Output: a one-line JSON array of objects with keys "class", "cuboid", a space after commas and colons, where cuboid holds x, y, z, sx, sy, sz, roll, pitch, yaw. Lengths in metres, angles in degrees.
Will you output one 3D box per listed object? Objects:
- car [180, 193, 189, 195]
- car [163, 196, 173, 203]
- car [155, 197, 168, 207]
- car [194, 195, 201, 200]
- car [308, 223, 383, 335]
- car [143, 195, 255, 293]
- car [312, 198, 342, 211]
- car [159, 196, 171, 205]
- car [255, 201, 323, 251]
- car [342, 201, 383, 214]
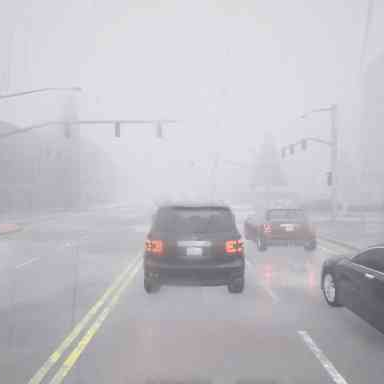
[{"class": "car", "cuboid": [-1.790, 1.496, 80.218, 1.837, 1.490, 4.892, 0, 0, -1]}, {"class": "car", "cuboid": [-5.074, 1.552, 71.212, 1.994, 1.385, 4.181, 0, 0, -1]}, {"class": "car", "cuboid": [-4.701, 1.526, 51.941, 1.812, 1.442, 4.674, 0, 0, -1]}, {"class": "car", "cuboid": [1.467, 1.552, 90.364, 1.994, 1.385, 4.181, 0, 0, -1]}, {"class": "car", "cuboid": [3.607, 1.505, 5.081, 1.837, 1.490, 4.892, 0, 0, 0]}, {"class": "car", "cuboid": [0.054, 1.221, 8.984, 2.150, 2.045, 5.566, 0, 0, 0]}, {"class": "car", "cuboid": [14.438, 1.505, 37.562, 4.892, 1.490, 1.837, 0, 0, -2]}, {"class": "car", "cuboid": [-4.901, 1.477, 61.331, 1.882, 1.535, 5.008, 0, 0, -1]}, {"class": "car", "cuboid": [3.535, 1.352, 14.162, 2.097, 1.767, 4.553, 0, 0, 0]}, {"class": "car", "cuboid": [18.487, 1.601, 34.169, 4.718, 1.301, 1.895, 0, 0, -2]}]
